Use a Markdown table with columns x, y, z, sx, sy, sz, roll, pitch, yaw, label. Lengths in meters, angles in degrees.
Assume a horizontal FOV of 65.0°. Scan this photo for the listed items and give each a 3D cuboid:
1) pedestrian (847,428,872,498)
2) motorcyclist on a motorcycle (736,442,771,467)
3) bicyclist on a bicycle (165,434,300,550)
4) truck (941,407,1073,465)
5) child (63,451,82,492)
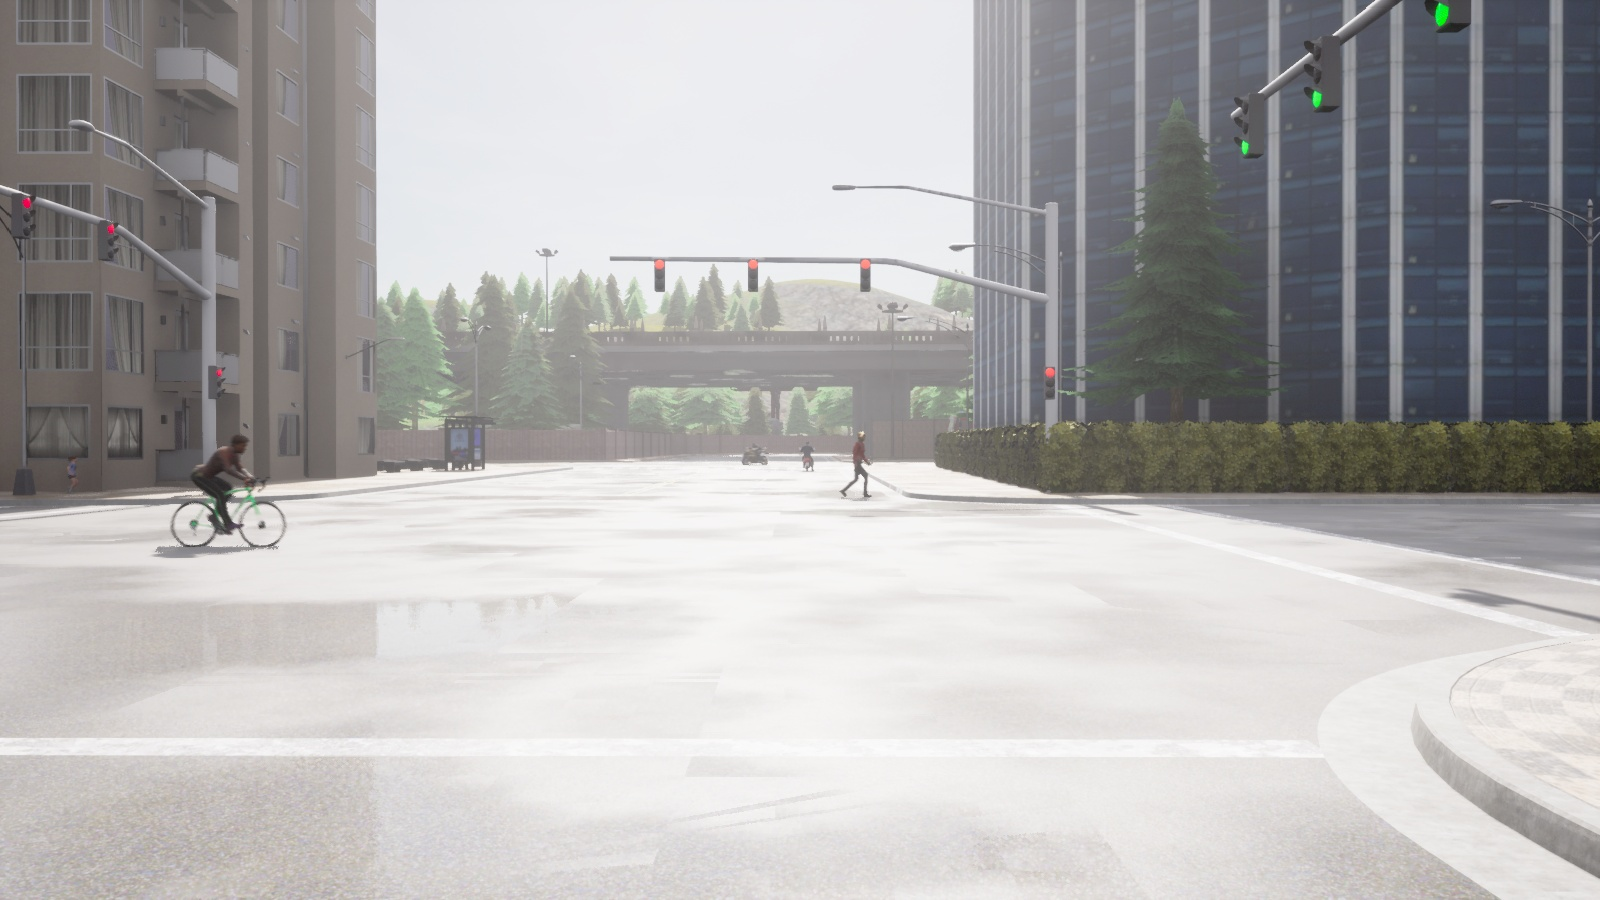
| x | y | z | sx | sy | sz | roll | pitch | yaw | label |
| --- | --- | --- | --- | --- | --- | --- | --- | --- | --- |
| 1.600 | 0.350 | 33.529 | 0.636 | 1.846 | 0.331 | 0 | 0 | 7 | pedestrian |
| -2.971 | 0.275 | 80.498 | 2.191 | 1.530 | 0.866 | 0 | 1 | -45 | motorcyclist on a motorcycle |
| -8.072 | 0.592 | 17.894 | 1.656 | 1.620 | 0.582 | 0 | 0 | 0 | bicyclist on a bicycle |
| 14.019 | -0.945 | 85.445 | 8.468 | 3.827 | 2.891 | 0 | 0 | 0 | truck |
| -19.732 | 0.577 | 34.069 | 0.394 | 1.110 | 0.255 | 0 | 0 | -10 | child |
